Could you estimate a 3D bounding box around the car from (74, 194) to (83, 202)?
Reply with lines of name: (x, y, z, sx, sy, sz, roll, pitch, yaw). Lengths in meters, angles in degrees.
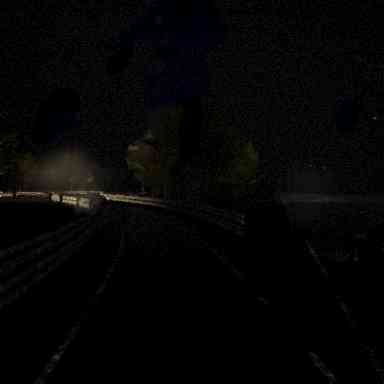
car: (-18.113, 1.009, 54.417, 1.994, 1.385, 4.181, 0, 1, -25)

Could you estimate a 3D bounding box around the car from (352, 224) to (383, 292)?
car: (5.245, 1.485, 7.984, 1.837, 1.490, 4.892, 0, 0, 14)

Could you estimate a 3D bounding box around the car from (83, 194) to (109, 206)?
car: (-12.821, 1.169, 45.155, 2.033, 1.411, 5.357, 0, 1, -31)
